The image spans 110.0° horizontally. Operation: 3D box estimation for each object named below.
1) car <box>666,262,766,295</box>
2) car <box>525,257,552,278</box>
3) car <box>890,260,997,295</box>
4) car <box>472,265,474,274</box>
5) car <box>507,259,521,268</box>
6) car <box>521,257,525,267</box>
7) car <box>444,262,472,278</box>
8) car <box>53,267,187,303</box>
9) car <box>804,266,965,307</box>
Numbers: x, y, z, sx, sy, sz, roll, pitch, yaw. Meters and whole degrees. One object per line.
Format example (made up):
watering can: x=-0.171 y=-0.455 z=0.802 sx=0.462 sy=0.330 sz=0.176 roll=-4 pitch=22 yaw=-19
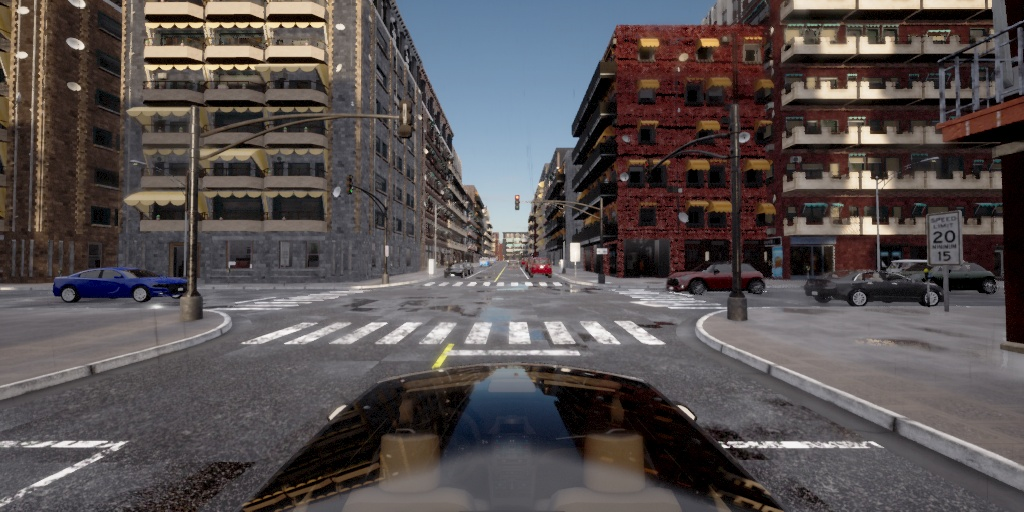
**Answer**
car: x=10.656 y=1.105 z=19.003 sx=4.553 sy=1.767 sz=2.097 roll=0 pitch=-1 yaw=-2
car: x=2.622 y=1.077 z=34.015 sx=2.192 sy=1.841 sz=5.009 roll=0 pitch=0 yaw=0
car: x=22.442 y=1.079 z=19.098 sx=4.553 sy=1.767 sz=2.097 roll=0 pitch=-1 yaw=0
car: x=-5.250 y=1.331 z=39.544 sx=1.948 sy=1.339 sz=4.313 roll=0 pitch=0 yaw=0
car: x=0.207 y=1.314 z=63.539 sx=2.128 sy=1.511 sz=4.902 roll=0 pitch=0 yaw=0
car: x=2.641 y=1.086 z=45.138 sx=2.192 sy=1.841 sz=5.009 roll=0 pitch=0 yaw=0
car: x=-5.259 y=1.328 z=33.983 sx=1.948 sy=1.339 sz=4.313 roll=0 pitch=0 yaw=0
car: x=-17.589 y=1.254 z=16.320 sx=5.008 sy=1.535 sz=1.882 roll=0 pitch=-1 yaw=0
car: x=13.765 y=1.185 z=13.702 sx=4.403 sy=1.370 sz=2.007 roll=0 pitch=0 yaw=0
